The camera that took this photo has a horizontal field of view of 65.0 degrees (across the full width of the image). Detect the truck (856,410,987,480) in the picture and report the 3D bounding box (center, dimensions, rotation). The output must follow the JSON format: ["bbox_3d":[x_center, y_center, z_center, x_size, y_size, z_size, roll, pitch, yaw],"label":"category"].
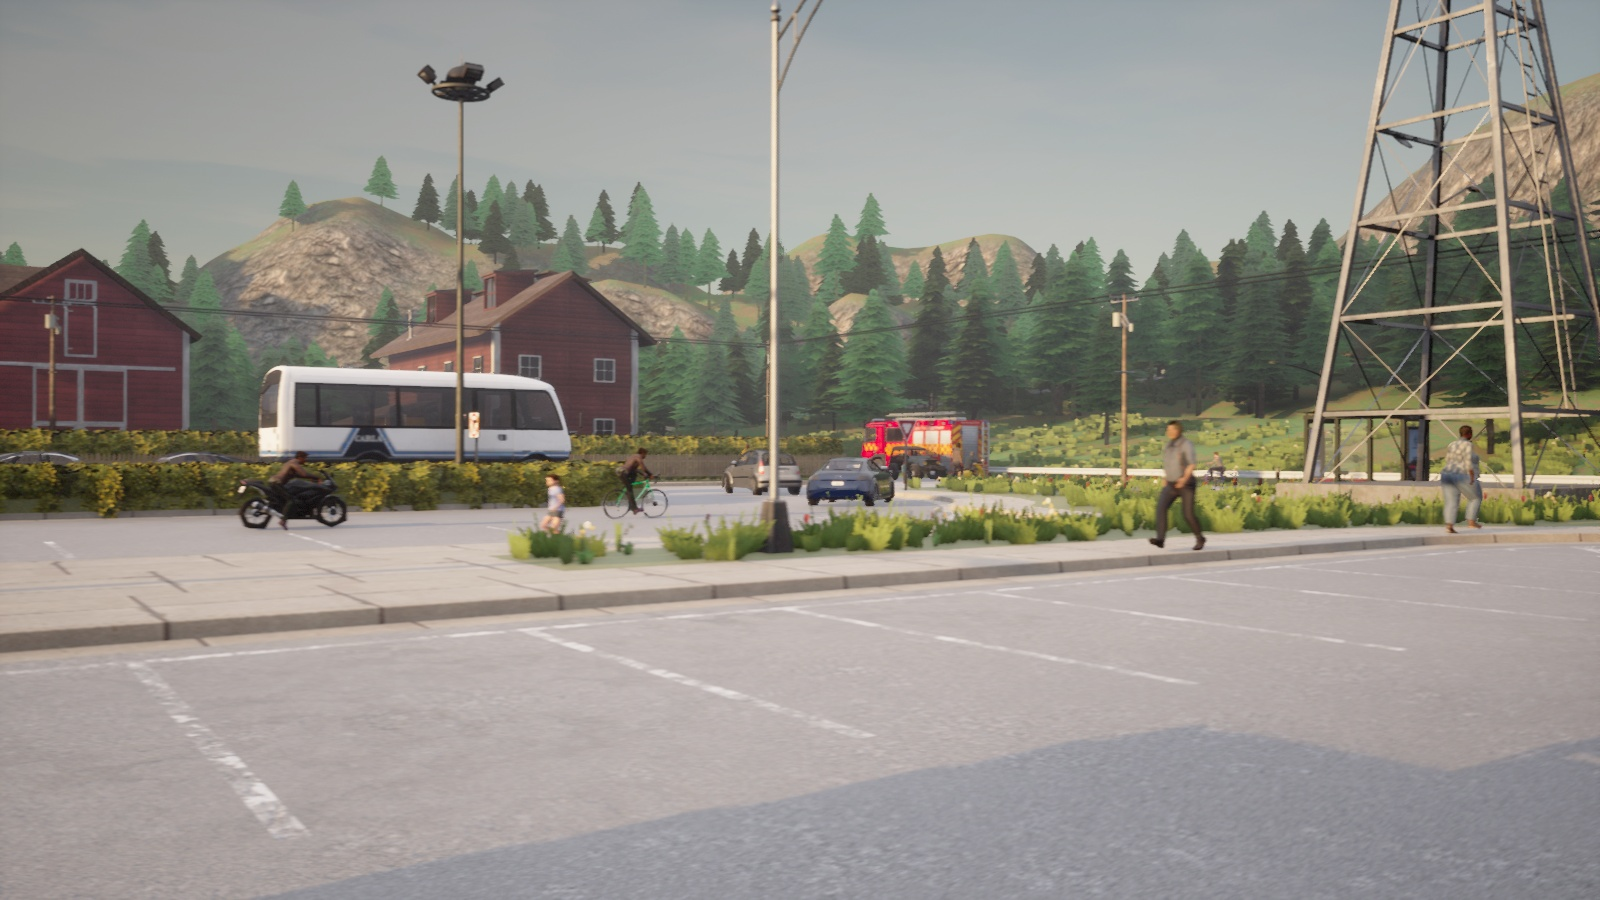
[{"bbox_3d":[6.955,-0.255,73.235,2.891,3.827,8.468,0,0,-34],"label":"truck"}]

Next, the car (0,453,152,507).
[{"bbox_3d":[-21.884,0.838,36.824,4.902,1.511,2.128,0,0,-34],"label":"car"}]

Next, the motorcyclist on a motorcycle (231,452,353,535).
[{"bbox_3d":[-9.759,0.807,24.160,2.044,1.523,0.797,0,0,-34],"label":"motorcyclist on a motorcycle"}]

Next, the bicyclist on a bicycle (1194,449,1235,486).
[{"bbox_3d":[18.488,0.780,56.034,0.866,1.612,1.509,0,0,-34],"label":"bicyclist on a bicycle"}]

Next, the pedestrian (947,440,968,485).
[{"bbox_3d":[6.443,0.513,51.407,0.869,1.805,0.328,0,0,-39],"label":"pedestrian"}]

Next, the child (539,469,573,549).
[{"bbox_3d":[-3.449,0.831,17.746,0.394,1.110,0.255,0,0,-40],"label":"child"}]

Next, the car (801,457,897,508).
[{"bbox_3d":[1.500,0.895,36.611,1.994,1.385,4.181,0,0,14],"label":"car"}]

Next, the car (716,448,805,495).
[{"bbox_3d":[-1.488,0.758,45.656,1.851,1.617,3.988,0,0,-24],"label":"car"}]

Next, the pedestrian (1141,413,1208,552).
[{"bbox_3d":[5.105,0.431,17.121,0.694,1.848,0.540,0,0,-34],"label":"pedestrian"}]

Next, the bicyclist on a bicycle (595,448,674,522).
[{"bbox_3d":[-3.726,0.775,28.327,1.656,1.620,0.582,1,-1,-35],"label":"bicyclist on a bicycle"}]

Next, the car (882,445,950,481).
[{"bbox_3d":[6.201,0.693,67.606,1.905,1.878,3.866,0,0,-26],"label":"car"}]

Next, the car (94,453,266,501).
[{"bbox_3d":[-20.649,0.847,41.890,4.902,1.511,2.128,0,0,-34],"label":"car"}]

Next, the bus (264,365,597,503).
[{"bbox_3d":[-12.531,-0.499,43.168,10.273,4.253,3.944,0,0,-34],"label":"bus"}]

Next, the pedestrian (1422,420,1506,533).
[{"bbox_3d":[11.178,0.428,21.154,0.900,1.855,0.874,0,0,-17],"label":"pedestrian"}]
